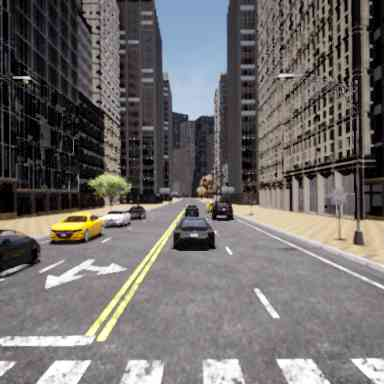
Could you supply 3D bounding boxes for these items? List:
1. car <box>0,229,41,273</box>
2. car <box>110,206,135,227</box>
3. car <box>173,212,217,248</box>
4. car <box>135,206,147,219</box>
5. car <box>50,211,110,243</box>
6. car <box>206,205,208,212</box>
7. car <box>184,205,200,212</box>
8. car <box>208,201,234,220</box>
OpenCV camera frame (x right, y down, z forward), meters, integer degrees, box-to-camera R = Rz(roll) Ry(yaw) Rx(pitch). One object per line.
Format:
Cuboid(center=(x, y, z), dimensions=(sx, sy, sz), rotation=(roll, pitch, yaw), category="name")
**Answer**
Cuboid(center=(-6.595, 1.902, 10.664), dimensions=(1.994, 1.385, 4.181), rotation=(-1, -1, 0), category="car")
Cuboid(center=(-6.531, 2.228, 29.038), dimensions=(1.812, 1.442, 4.674), rotation=(-1, -1, 1), category="car")
Cuboid(center=(0.096, 1.963, 16.972), dimensions=(1.994, 1.385, 4.181), rotation=(-1, -1, 0), category="car")
Cuboid(center=(-6.500, 2.409, 39.237), dimensions=(1.837, 1.490, 4.892), rotation=(-1, -1, 0), category="car")
Cuboid(center=(-6.586, 1.994, 19.593), dimensions=(1.882, 1.535, 5.008), rotation=(-1, -1, 0), category="car")
Cuboid(center=(3.345, 2.600, 55.350), dimensions=(1.882, 1.535, 5.008), rotation=(-1, -1, 0), category="car")
Cuboid(center=(0.016, 2.430, 43.449), dimensions=(1.837, 1.490, 4.892), rotation=(-1, -1, 0), category="car")
Cuboid(center=(3.351, 1.995, 37.435), dimensions=(2.150, 2.045, 5.566), rotation=(-1, -1, 0), category="car")
